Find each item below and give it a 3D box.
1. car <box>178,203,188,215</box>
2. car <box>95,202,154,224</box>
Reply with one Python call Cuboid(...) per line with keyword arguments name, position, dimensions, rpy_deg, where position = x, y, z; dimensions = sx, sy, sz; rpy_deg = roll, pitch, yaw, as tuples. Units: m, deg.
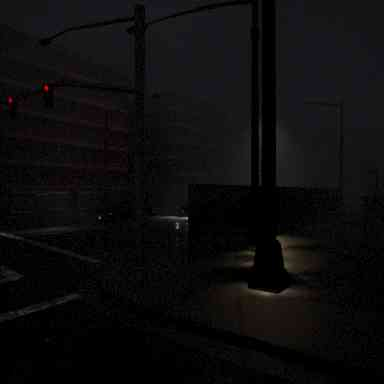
Cuboid(name="car", position=(0.537, 1.505, 32.511), dimensions=(1.837, 1.490, 4.892), rpy_deg=(0, 0, 35))
Cuboid(name="car", position=(-4.902, 1.491, 24.767), dimensions=(2.128, 1.511, 4.902), rpy_deg=(0, 0, 35))
